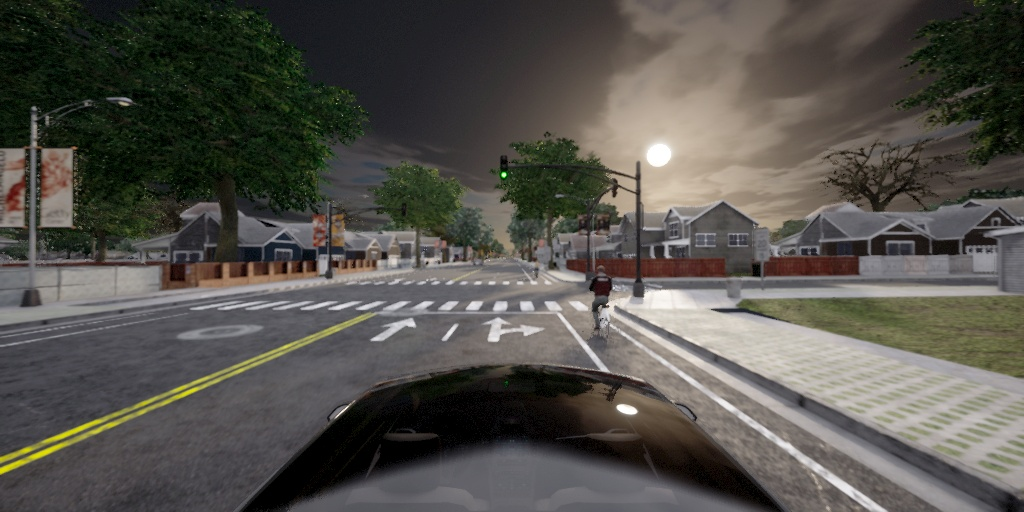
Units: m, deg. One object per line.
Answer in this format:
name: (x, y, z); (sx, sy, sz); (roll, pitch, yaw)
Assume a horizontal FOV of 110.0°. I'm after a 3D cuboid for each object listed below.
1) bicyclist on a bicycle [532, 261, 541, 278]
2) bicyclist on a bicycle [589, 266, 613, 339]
bicyclist on a bicycle: (2.281, 1.228, 33.001); (0.866, 1.612, 1.509); (0, 0, 0)
bicyclist on a bicycle: (2.247, 1.132, 9.242); (0.659, 1.776, 1.843); (0, 0, 0)
